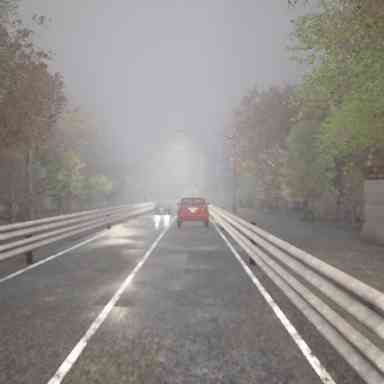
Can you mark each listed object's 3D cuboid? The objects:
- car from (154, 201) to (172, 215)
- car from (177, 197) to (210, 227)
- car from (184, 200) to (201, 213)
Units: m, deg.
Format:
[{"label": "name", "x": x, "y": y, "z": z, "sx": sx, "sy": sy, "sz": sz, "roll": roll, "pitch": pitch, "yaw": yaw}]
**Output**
[{"label": "car", "x": -3.351, "y": 1.809, "z": 38.927, "sx": 2.128, "sy": 1.511, "sz": 4.902, "roll": 0, "pitch": -1, "yaw": 0}, {"label": "car", "x": 0.088, "y": 1.345, "z": 24.103, "sx": 2.150, "sy": 2.045, "sz": 5.566, "roll": 0, "pitch": -1, "yaw": 1}, {"label": "car", "x": 0.085, "y": 1.874, "z": 42.955, "sx": 2.128, "sy": 1.511, "sz": 4.902, "roll": 0, "pitch": -1, "yaw": 0}]
